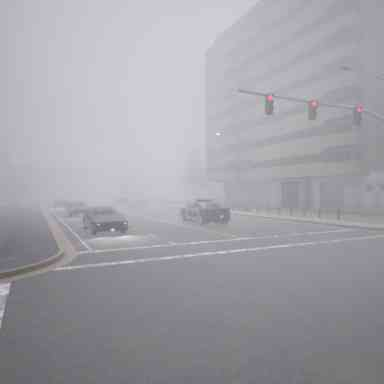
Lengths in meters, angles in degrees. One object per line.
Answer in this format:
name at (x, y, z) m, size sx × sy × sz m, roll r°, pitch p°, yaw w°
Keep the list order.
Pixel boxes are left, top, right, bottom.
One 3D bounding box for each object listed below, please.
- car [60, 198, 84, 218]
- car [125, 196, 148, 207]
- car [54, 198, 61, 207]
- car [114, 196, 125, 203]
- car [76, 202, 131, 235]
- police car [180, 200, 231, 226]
car at (-10.722, 1.541, 30.995) m, size 2.033 × 1.411 × 5.357 m, roll -1°, pitch 0°, yaw -25°
car at (-8.163, 1.378, 50.377) m, size 1.882 × 1.535 × 5.008 m, roll -1°, pitch 0°, yaw -25°
car at (-19.532, 1.583, 49.704) m, size 1.895 × 1.301 × 4.718 m, roll -1°, pitch 0°, yaw -25°
car at (-12.512, 1.372, 59.397) m, size 1.882 × 1.535 × 5.008 m, roll -1°, pitch 0°, yaw -25°
car at (-5.209, 1.549, 19.420) m, size 2.033 × 1.411 × 5.357 m, roll -1°, pitch 0°, yaw -26°
police car at (0.756, 1.370, 23.408) m, size 1.930 × 1.638 × 5.238 m, roll -1°, pitch 0°, yaw -25°
